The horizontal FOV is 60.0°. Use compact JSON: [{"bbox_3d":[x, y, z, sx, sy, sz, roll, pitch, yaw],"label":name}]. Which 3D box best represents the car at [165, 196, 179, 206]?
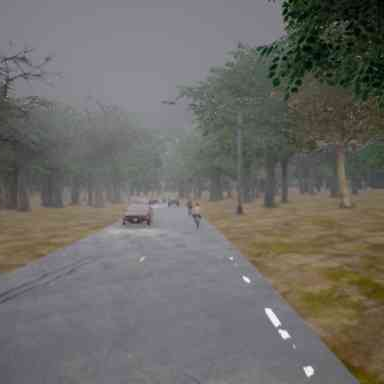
[{"bbox_3d":[-3.158,1.610,55.641,1.837,1.490,4.892,0,0,-6],"label":"car"}]

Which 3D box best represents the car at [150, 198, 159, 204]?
[{"bbox_3d":[-7.347,1.721,64.558,1.895,1.301,4.718,0,0,-7],"label":"car"}]

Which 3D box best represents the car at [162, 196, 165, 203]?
[{"bbox_3d":[-5.641,1.675,73.916,1.812,1.442,4.674,0,0,-9],"label":"car"}]

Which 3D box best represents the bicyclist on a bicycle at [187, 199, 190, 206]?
[{"bbox_3d":[-0.188,1.503,30.514,0.582,1.620,1.656,0,0,-4],"label":"bicyclist on a bicycle"}]

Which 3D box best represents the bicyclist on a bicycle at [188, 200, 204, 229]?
[{"bbox_3d":[0.339,1.468,20.614,0.866,1.612,1.509,0,0,-2],"label":"bicyclist on a bicycle"}]

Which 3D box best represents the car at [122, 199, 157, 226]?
[{"bbox_3d":[-3.749,1.514,23.813,1.882,1.535,5.008,0,0,-3],"label":"car"}]
